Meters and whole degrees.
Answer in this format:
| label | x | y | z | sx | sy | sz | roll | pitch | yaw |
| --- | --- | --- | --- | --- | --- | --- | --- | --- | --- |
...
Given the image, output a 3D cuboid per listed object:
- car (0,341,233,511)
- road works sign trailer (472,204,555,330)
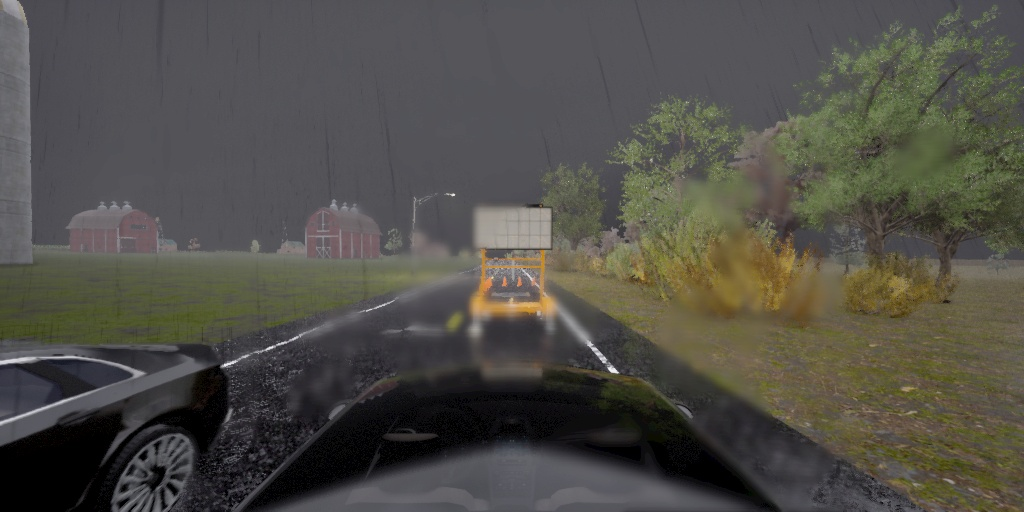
| label | x | y | z | sx | sy | sz | roll | pitch | yaw |
| --- | --- | --- | --- | --- | --- | --- | --- | --- | --- |
| car | -3.517 | 1.240 | 1.253 | 2.128 | 1.511 | 4.902 | 0 | 0 | 0 |
| road works sign trailer | 0.038 | 0.212 | 11.107 | 2.380 | 3.560 | 2.880 | 0 | 0 | 0 |
